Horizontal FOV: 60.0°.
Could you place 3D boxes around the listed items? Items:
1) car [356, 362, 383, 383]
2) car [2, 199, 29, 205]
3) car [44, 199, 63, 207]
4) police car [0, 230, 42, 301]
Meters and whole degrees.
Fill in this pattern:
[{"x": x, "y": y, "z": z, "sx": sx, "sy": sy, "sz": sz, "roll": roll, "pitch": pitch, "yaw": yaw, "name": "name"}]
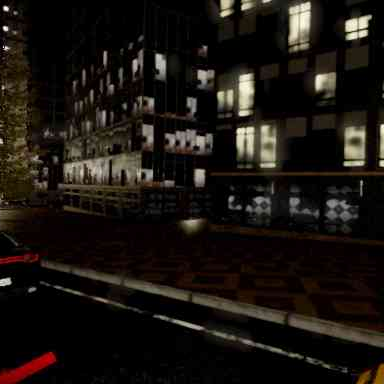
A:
[{"x": 3.423, "y": 1.459, "z": 1.120, "sx": 5.366, "sy": 1.575, "sz": 1.801, "roll": 0, "pitch": 0, "yaw": 36, "name": "car"}, {"x": -32.215, "y": 1.681, "z": 60.712, "sx": 4.403, "sy": 1.369, "sz": 2.008, "roll": 1, "pitch": 1, "yaw": -34, "name": "car"}, {"x": -23.090, "y": 1.929, "z": 57.408, "sx": 4.507, "sy": 1.381, "sz": 1.887, "roll": 1, "pitch": 1, "yaw": -34, "name": "car"}, {"x": -5.469, "y": 1.414, "z": 7.466, "sx": 5.238, "sy": 1.638, "sz": 1.930, "roll": 0, "pitch": 0, "yaw": 36, "name": "police car"}]
